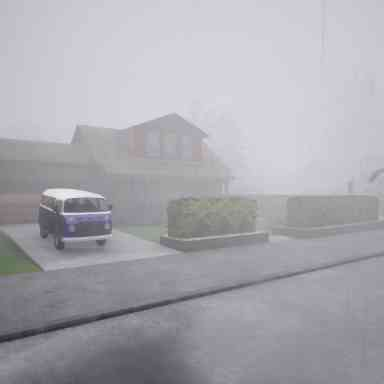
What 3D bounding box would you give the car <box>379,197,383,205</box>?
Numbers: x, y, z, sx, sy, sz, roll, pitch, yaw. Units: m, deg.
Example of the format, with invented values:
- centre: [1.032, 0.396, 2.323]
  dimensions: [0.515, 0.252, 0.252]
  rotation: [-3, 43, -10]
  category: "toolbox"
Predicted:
- centre: [24.678, 0.985, 41.429]
  dimensions: [3.866, 1.878, 1.905]
  rotation: [0, 0, 0]
  category: "car"
